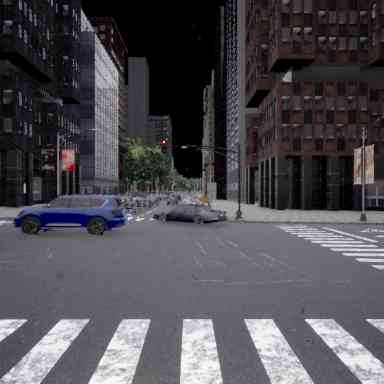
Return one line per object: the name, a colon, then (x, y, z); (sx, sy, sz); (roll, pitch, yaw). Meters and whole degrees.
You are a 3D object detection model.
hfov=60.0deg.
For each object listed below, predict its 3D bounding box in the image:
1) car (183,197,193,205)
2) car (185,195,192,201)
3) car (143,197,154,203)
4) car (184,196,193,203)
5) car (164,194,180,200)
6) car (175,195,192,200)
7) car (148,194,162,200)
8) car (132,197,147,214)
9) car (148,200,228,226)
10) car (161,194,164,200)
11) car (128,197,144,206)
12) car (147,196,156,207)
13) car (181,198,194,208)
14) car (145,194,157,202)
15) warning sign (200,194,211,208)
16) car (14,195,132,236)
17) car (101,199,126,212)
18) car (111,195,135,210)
car: (-0.715, 1.603, 60.718); (1.887, 1.381, 4.507); (0, 0, 0)
car: (-0.876, 1.574, 87.843); (1.967, 1.590, 4.097); (0, 0, 0)
car: (-9.304, 1.669, 71.527); (1.802, 1.307, 4.206); (0, 0, 0)
car: (-0.780, 1.613, 71.738); (1.752, 1.417, 4.829); (0, 0, 0)
car: (-3.363, 1.580, 58.855); (1.812, 1.442, 4.674); (0, 0, 0)
car: (-0.586, 1.448, 39.019); (1.967, 1.590, 4.097); (0, 0, 0)
car: (-6.530, 1.551, 55.597); (1.837, 1.490, 4.892); (0, 0, 0)
car: (-6.434, 1.548, 35.450); (2.033, 1.411, 5.357); (0, 0, -1)
car: (-0.173, 1.557, 23.494); (5.357, 1.411, 2.033); (1, 1, 30)
car: (-9.401, 1.449, 87.805); (2.192, 1.841, 5.009); (0, 0, 0)
car: (-9.206, 1.570, 55.079); (1.752, 1.417, 4.829); (0, 0, 0)
car: (-6.490, 1.587, 45.404); (1.994, 1.385, 4.181); (0, 0, -1)
car: (-0.650, 1.615, 49.868); (1.802, 1.307, 4.206); (0, 0, 0)
car: (-9.337, 1.417, 76.953); (2.192, 1.841, 5.009); (0, 0, 0)
warning sign: (1.703, 1.132, 42.703); (1.300, 1.860, 1.060); (0, 0, 0)
car: (-6.284, 1.159, 17.603); (5.566, 2.045, 2.150); (1, 0, -1)
car: (-9.111, 1.574, 38.971); (1.947, 1.339, 4.313); (0, 0, 0)
car: (-9.144, 1.335, 44.397); (2.192, 1.841, 5.009); (0, 0, 0)
